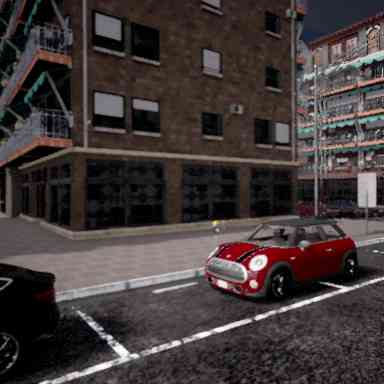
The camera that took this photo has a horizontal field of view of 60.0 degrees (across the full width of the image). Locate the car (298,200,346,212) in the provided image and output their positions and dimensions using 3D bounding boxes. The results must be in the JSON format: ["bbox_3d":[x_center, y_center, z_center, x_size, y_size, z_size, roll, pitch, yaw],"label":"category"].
[{"bbox_3d":[10.753,1.456,29.028,1.802,1.307,4.206,0,1,-35],"label":"car"}]

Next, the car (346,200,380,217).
[{"bbox_3d":[13.640,1.424,29.590,2.033,1.411,5.357,-1,1,-35],"label":"car"}]

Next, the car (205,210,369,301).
[{"bbox_3d":[2.279,1.434,8.246,4.097,1.590,1.967,0,0,-36],"label":"car"}]

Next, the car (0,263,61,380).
[{"bbox_3d":[-3.810,1.567,3.848,4.313,1.339,1.947,0,0,-36],"label":"car"}]
